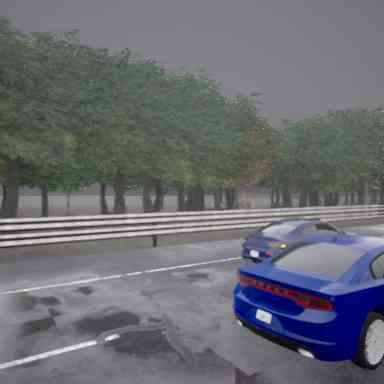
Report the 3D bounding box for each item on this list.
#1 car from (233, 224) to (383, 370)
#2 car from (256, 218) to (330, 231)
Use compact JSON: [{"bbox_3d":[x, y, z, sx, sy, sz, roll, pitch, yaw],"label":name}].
[{"bbox_3d":[2.973,1.491,5.800,5.008,1.535,1.882,0,0,-35],"label":"car"},{"bbox_3d":[3.621,1.545,10.507,4.674,1.442,1.812,0,0,-35],"label":"car"}]
